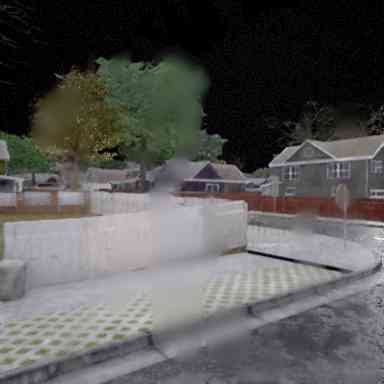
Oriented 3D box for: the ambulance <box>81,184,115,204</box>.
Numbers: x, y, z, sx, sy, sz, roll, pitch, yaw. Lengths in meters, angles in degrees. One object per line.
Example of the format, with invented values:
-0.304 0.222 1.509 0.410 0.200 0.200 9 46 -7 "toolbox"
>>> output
-11.339 0.246 40.305 2.351 2.431 6.366 0 1 -36 "ambulance"
